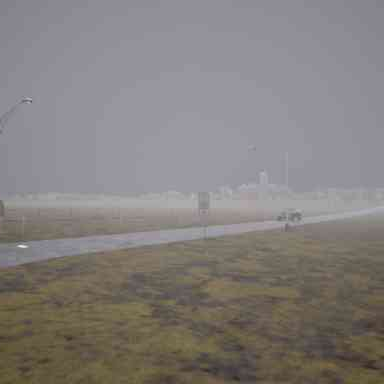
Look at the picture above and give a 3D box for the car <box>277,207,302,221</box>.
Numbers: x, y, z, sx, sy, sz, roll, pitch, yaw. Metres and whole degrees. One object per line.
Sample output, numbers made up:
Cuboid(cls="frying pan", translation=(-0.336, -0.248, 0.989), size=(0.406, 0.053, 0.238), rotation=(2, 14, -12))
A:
Cuboid(cls="car", translation=(14.587, 3.234, 49.528), size=(2.150, 2.045, 5.566), rotation=(-2, -3, 35))
